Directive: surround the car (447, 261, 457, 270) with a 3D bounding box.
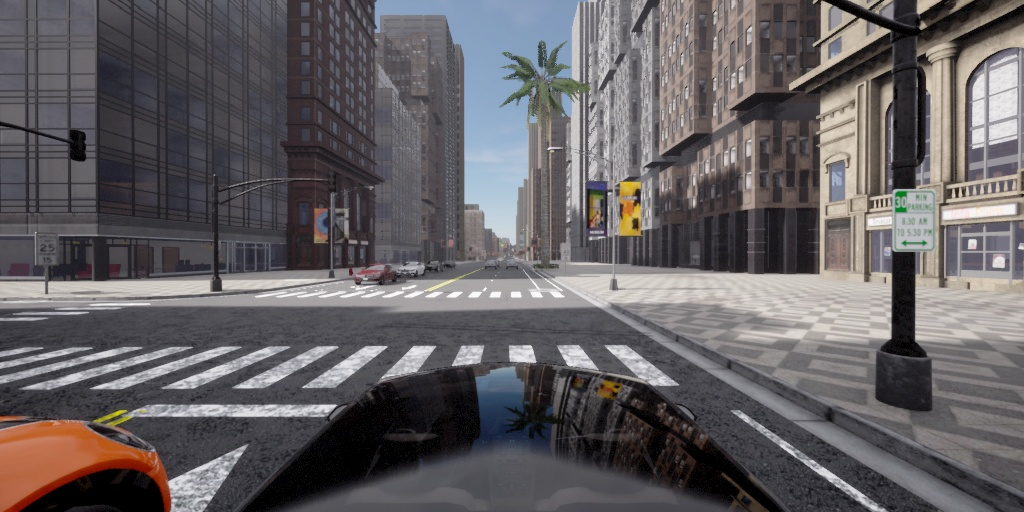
[{"bbox_3d":[-9.790,1.384,55.030,1.895,1.301,4.718,0,0,1],"label":"car"}]

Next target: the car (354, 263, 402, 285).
[{"bbox_3d":[-9.846,1.280,26.308,1.812,1.442,4.674,0,0,-1],"label":"car"}]

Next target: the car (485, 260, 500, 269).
[{"bbox_3d":[-3.238,1.332,55.769,2.033,1.411,5.357,0,0,0],"label":"car"}]

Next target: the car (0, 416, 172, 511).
[{"bbox_3d":[-3.150,1.102,0.290,2.097,1.767,4.553,0,0,0],"label":"car"}]

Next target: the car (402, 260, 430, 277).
[{"bbox_3d":[-9.840,1.284,35.300,1.812,1.442,4.674,0,0,0],"label":"car"}]

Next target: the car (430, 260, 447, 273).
[{"bbox_3d":[-9.837,1.273,45.167,1.837,1.490,4.892,0,0,0],"label":"car"}]

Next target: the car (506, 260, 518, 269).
[{"bbox_3d":[0.012,1.332,55.768,2.033,1.411,5.357,0,0,0],"label":"car"}]
